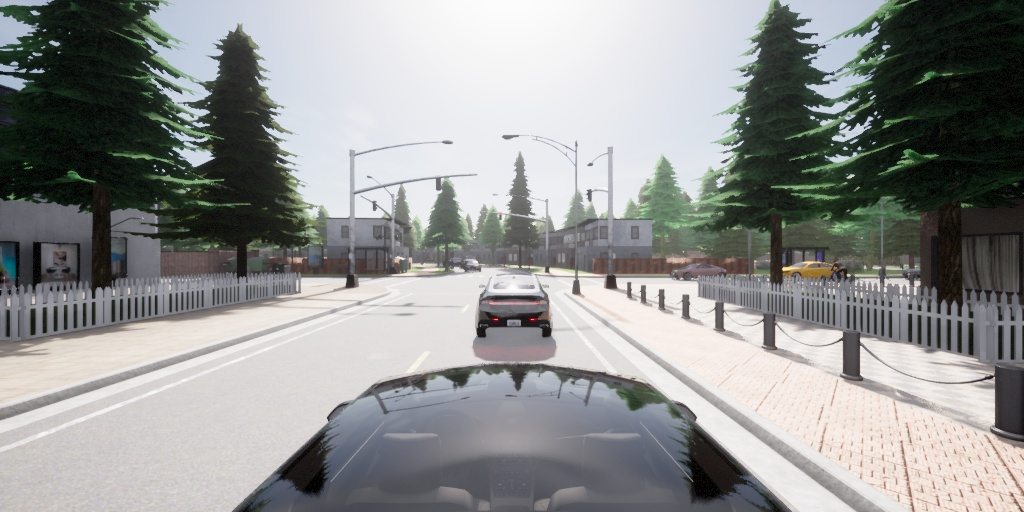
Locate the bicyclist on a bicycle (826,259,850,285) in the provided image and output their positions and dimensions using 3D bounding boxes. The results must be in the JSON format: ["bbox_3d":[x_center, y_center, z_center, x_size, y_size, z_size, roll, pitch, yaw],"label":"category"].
[{"bbox_3d":[19.887,1.035,21.898,0.582,1.620,1.656,0,0,2],"label":"bicyclist on a bicycle"}]

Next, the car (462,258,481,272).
[{"bbox_3d":[-4.940,1.279,45.332,1.994,1.385,4.181,0,0,-7],"label":"car"}]

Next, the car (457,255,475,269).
[{"bbox_3d":[-6.543,0.937,54.496,2.150,2.045,5.566,0,0,-15],"label":"car"}]

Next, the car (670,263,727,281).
[{"bbox_3d":[15.297,1.298,29.516,4.181,1.385,1.994,0,0,2],"label":"car"}]

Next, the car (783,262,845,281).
[{"bbox_3d":[24.177,1.212,29.261,5.008,1.535,1.882,0,0,2],"label":"car"}]

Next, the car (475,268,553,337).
[{"bbox_3d":[0.057,1.241,10.213,2.128,1.511,4.902,0,0,0],"label":"car"}]

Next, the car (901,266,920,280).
[{"bbox_3d":[34.549,1.239,28.939,4.892,1.490,1.837,0,0,2],"label":"car"}]

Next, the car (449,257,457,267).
[{"bbox_3d":[-9.919,1.067,64.064,2.097,1.767,4.553,0,0,-24],"label":"car"}]
